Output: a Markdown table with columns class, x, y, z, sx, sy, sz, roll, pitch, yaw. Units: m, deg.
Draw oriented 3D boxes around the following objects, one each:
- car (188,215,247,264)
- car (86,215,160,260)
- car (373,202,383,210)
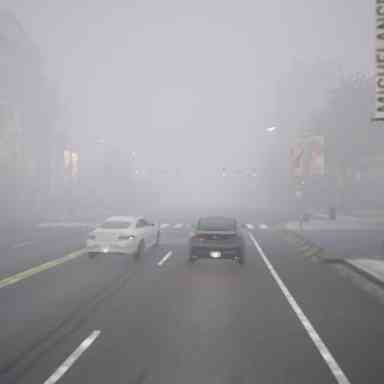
| class | x | y | z | sx | sy | sz | roll | pitch | yaw |
| --- | --- | --- | --- | --- | --- | --- | --- | --- | --- |
| car | 0.947 | 1.603 | 12.221 | 1.837 | 1.490 | 4.892 | 0 | 0 | 6 |
| car | -2.505 | 1.629 | 12.870 | 1.812 | 1.442 | 4.674 | 0 | -1 | 6 |
| car | 28.798 | 1.884 | 47.974 | 4.892 | 1.490 | 1.837 | 0 | 0 | 6 |
